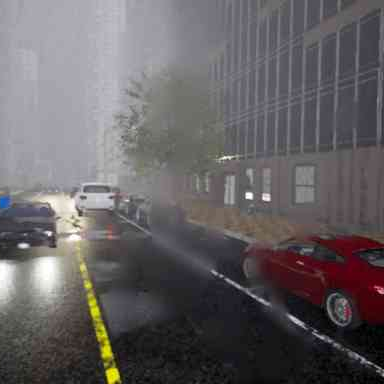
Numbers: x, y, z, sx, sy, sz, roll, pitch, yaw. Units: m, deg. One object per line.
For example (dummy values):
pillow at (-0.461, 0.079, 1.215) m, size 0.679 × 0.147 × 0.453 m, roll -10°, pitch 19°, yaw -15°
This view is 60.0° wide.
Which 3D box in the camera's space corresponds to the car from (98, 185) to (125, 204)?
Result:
car at (-8.024, 0.196, 32.835) m, size 1.967 × 1.590 × 4.097 m, roll 0°, pitch 2°, yaw -22°

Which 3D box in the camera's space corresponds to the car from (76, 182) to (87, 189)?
car at (-24.961, -1.441, 75.076) m, size 1.947 × 1.339 × 4.313 m, roll 0°, pitch 2°, yaw -22°

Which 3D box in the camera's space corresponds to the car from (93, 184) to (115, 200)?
car at (-10.141, -0.021, 38.114) m, size 1.967 × 1.590 × 4.097 m, roll 0°, pitch 2°, yaw -22°

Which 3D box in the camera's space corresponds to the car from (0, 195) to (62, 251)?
car at (-5.799, 1.048, 11.994) m, size 2.033 × 1.411 × 5.357 m, roll 0°, pitch 2°, yaw -22°

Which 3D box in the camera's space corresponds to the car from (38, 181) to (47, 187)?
car at (-36.975, -1.940, 82.521) m, size 1.887 × 1.381 × 4.507 m, roll 0°, pitch 2°, yaw -22°

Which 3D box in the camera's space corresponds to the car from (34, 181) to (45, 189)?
car at (-30.624, -1.267, 66.682) m, size 1.887 × 1.381 × 4.507 m, roll 0°, pitch 2°, yaw -22°

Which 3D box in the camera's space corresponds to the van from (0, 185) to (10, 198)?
van at (-11.567, 0.503, 19.156) m, size 1.690 × 1.788 × 3.998 m, roll 0°, pitch 2°, yaw -22°

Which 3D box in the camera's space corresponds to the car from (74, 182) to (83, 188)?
car at (-29.194, -1.890, 85.634) m, size 1.947 × 1.339 × 4.313 m, roll 0°, pitch 2°, yaw -22°

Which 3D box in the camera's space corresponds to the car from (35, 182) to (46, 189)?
car at (-32.742, -1.454, 71.963) m, size 1.802 × 1.307 × 4.206 m, roll 0°, pitch 2°, yaw -22°

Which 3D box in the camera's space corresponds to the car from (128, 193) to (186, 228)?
car at (-1.674, 0.955, 16.999) m, size 2.008 × 1.369 × 4.403 m, roll 0°, pitch 2°, yaw -22°

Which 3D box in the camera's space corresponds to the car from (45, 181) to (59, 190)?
car at (-26.990, -1.135, 64.841) m, size 2.033 × 1.411 × 5.357 m, roll 0°, pitch 2°, yaw -22°

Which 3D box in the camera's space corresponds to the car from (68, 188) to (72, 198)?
car at (-13.479, -0.038, 39.404) m, size 1.812 × 1.442 × 4.674 m, roll 0°, pitch 2°, yaw -22°

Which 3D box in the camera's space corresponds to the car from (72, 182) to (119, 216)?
car at (-6.491, 0.380, 21.900) m, size 2.150 × 2.045 × 5.566 m, roll 0°, pitch 2°, yaw -21°

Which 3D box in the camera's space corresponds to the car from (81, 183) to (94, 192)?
car at (-18.610, -0.793, 59.237) m, size 1.887 × 1.381 × 4.507 m, roll 0°, pitch 2°, yaw -22°

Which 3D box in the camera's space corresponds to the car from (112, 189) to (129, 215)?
car at (-3.792, 0.741, 22.279) m, size 2.008 × 1.369 × 4.403 m, roll 0°, pitch 2°, yaw -22°

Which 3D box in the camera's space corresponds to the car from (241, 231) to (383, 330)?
car at (2.559, 1.409, 6.441) m, size 1.802 × 1.307 × 4.206 m, roll 0°, pitch 2°, yaw -22°
